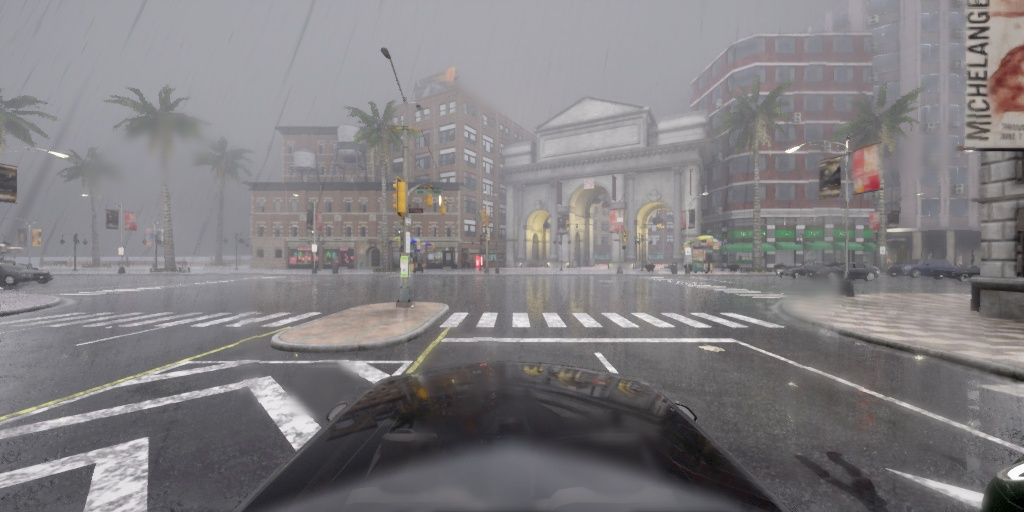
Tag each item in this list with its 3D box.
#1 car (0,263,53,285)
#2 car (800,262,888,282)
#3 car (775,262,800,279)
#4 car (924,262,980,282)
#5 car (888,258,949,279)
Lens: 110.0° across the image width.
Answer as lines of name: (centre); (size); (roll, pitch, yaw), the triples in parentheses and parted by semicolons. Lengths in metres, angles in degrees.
car: (-35.715, 1.255, 25.385); (4.892, 1.490, 1.837); (0, 0, 1)
car: (26.294, 1.255, 28.504); (4.892, 1.490, 1.837); (0, 0, 1)
car: (26.299, 1.242, 32.000); (4.902, 1.511, 2.128); (0, 0, 1)
car: (36.294, 1.351, 28.329); (4.718, 1.301, 1.895); (0, 0, 2)
car: (36.279, 1.102, 31.751); (4.553, 1.767, 2.097); (0, 0, 3)
